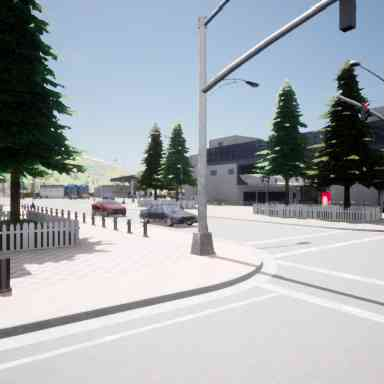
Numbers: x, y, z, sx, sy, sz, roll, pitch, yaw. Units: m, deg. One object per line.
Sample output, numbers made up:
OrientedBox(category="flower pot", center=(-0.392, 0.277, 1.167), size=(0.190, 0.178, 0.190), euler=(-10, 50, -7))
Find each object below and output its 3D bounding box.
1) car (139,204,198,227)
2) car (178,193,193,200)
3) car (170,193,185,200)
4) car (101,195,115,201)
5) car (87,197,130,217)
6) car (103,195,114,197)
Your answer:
OrientedBox(category="car", center=(-1.790, 1.563, 23.252), size=(2.033, 1.411, 5.357), euler=(0, 0, -37))
OrientedBox(category="car", center=(-1.776, 1.092, 88.018), size=(1.905, 1.878, 3.866), euler=(0, 0, -37))
OrientedBox(category="car", center=(-3.866, 1.113, 85.958), size=(1.932, 1.855, 4.605), euler=(0, 0, -37))
OrientedBox(category="car", center=(-20.905, 1.400, 82.753), size=(1.970, 1.475, 3.806), euler=(0, 0, -37))
OrientedBox(category="car", center=(-7.883, 1.493, 31.343), size=(1.882, 1.535, 5.008), euler=(0, 0, -37))
OrientedBox(category="car", center=(-18.887, 1.389, 75.015), size=(1.845, 1.501, 3.633), euler=(0, 0, -37))
